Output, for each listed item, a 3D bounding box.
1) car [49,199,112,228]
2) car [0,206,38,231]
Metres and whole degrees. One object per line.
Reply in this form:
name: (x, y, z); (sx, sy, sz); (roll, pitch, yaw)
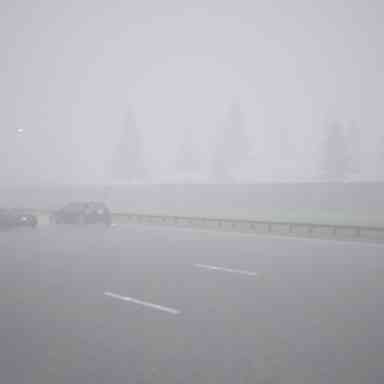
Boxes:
car: (-7.510, 1.351, 22.247); (4.553, 1.767, 2.097); (0, 0, 35)
car: (-11.551, 1.563, 20.831); (4.181, 1.385, 1.994); (0, 0, 36)
